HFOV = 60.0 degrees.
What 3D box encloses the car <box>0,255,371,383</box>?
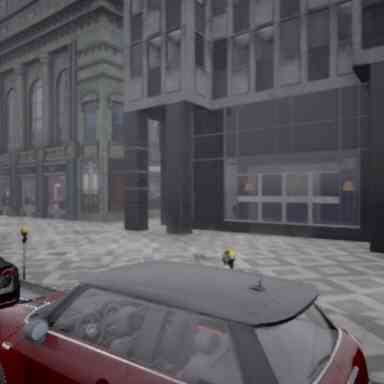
[{"bbox_3d":[-0.530,1.449,3.338,4.097,1.590,1.967,0,0,36],"label":"car"}]
